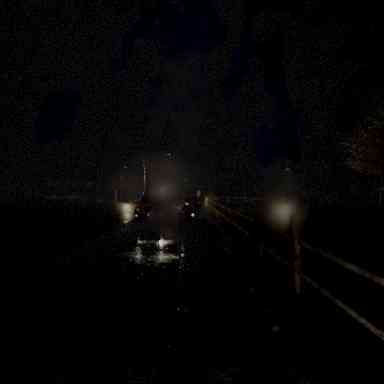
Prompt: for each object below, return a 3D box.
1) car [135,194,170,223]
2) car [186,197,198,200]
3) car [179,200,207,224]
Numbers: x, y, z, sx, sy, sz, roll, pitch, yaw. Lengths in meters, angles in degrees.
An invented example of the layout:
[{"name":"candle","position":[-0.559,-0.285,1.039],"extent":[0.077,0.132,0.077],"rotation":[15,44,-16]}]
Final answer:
[{"name":"car","position":[-2.894,1.185,25.260],"extent":[2.150,2.045,5.566],"rotation":[0,0,0]},{"name":"car","position":[0.028,1.360,40.900],"extent":[2.097,1.767,4.553],"rotation":[0,0,0]},{"name":"car","position":[0.057,1.527,24.716],"extent":[1.994,1.385,4.181],"rotation":[0,0,0]}]
